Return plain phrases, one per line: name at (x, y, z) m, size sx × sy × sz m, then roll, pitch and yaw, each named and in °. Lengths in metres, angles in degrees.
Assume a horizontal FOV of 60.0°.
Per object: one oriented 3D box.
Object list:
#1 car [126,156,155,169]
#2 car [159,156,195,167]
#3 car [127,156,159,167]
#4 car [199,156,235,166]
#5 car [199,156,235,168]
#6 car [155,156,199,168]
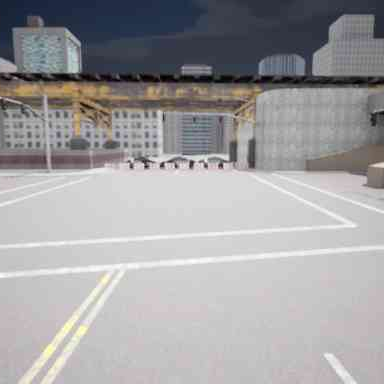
car at (-6.588, -3.946, 44.395) m, size 4.974 × 1.542 × 2.038 m, roll 7°, pitch 11°, yaw 44°
car at (-1.938, -4.103, 44.379) m, size 4.536 × 1.218 × 1.853 m, roll -6°, pitch 10°, yaw -36°
car at (-6.625, -4.107, 44.409) m, size 4.536 × 1.218 × 1.853 m, roll 7°, pitch 11°, yaw 44°
car at (3.348, -4.204, 45.113) m, size 4.536 × 1.218 × 1.853 m, roll 4°, pitch 9°, yaw 29°
car at (3.393, -4.044, 45.110) m, size 4.974 × 1.542 × 2.038 m, roll 4°, pitch 9°, yaw 29°
car at (-1.980, -3.943, 44.369) m, size 4.974 × 1.542 × 2.038 m, roll -6°, pitch 10°, yaw -36°
